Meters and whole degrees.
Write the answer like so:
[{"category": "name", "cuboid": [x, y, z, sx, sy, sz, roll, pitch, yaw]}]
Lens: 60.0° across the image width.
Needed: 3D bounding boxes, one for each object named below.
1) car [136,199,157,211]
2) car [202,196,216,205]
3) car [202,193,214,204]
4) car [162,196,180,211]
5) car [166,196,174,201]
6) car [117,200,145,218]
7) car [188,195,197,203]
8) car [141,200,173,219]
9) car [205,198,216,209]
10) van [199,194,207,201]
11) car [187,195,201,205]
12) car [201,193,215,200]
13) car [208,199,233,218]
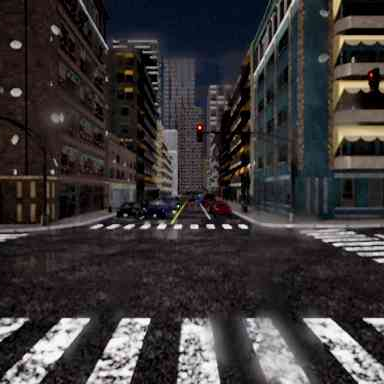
[{"category": "car", "cuboid": [-5.638, 1.619, 41.507, 1.947, 1.339, 4.313, 0, 0, 0]}, {"category": "car", "cuboid": [2.751, 1.607, 47.006, 1.887, 1.381, 4.507, 0, 0, 0]}, {"category": "car", "cuboid": [3.205, 1.319, 68.033, 2.150, 2.045, 5.566, 0, 0, 0]}, {"category": "car", "cuboid": [-3.034, 1.407, 42.342, 2.097, 1.767, 4.553, 0, 0, 0]}, {"category": "car", "cuboid": [-5.575, 1.658, 85.525, 1.752, 1.417, 4.829, 0, 0, 0]}, {"category": "car", "cuboid": [-5.654, 1.602, 30.459, 1.947, 1.339, 4.313, 0, 0, 0]}, {"category": "car", "cuboid": [0.101, 1.459, 69.901, 1.812, 1.442, 4.674, 0, 0, 0]}, {"category": "car", "cuboid": [-3.057, 1.636, 29.597, 1.895, 1.301, 4.718, 0, 0, 0]}, {"category": "car", "cuboid": [2.735, 1.611, 35.959, 1.947, 1.339, 4.313, 0, 0, 0]}, {"category": "van", "cuboid": [2.805, 1.474, 85.671, 1.690, 1.788, 3.998, -1, 0, 0]}, {"category": "car", "cuboid": [0.086, 1.577, 60.728, 2.128, 1.511, 4.902, 0, 0, 0]}, {"category": "car", "cuboid": [3.195, 1.314, 61.033, 2.150, 2.045, 5.566, 0, 0, 0]}, {"category": "car", "cuboid": [2.727, 1.618, 30.435, 1.802, 1.307, 4.206, 0, 0, 0]}]
